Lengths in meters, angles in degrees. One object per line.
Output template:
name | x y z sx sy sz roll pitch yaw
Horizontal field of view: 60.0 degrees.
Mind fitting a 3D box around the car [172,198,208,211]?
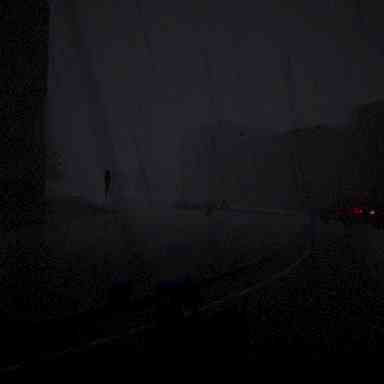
car | -0.582 1.515 40.590 1.882 1.535 5.008 2 -1 -33

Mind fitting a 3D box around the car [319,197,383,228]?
car | 11.197 1.386 23.686 2.150 2.045 5.566 1 0 -4

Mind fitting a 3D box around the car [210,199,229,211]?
car | 2.707 1.622 42.203 2.128 1.511 4.902 2 -1 -32
